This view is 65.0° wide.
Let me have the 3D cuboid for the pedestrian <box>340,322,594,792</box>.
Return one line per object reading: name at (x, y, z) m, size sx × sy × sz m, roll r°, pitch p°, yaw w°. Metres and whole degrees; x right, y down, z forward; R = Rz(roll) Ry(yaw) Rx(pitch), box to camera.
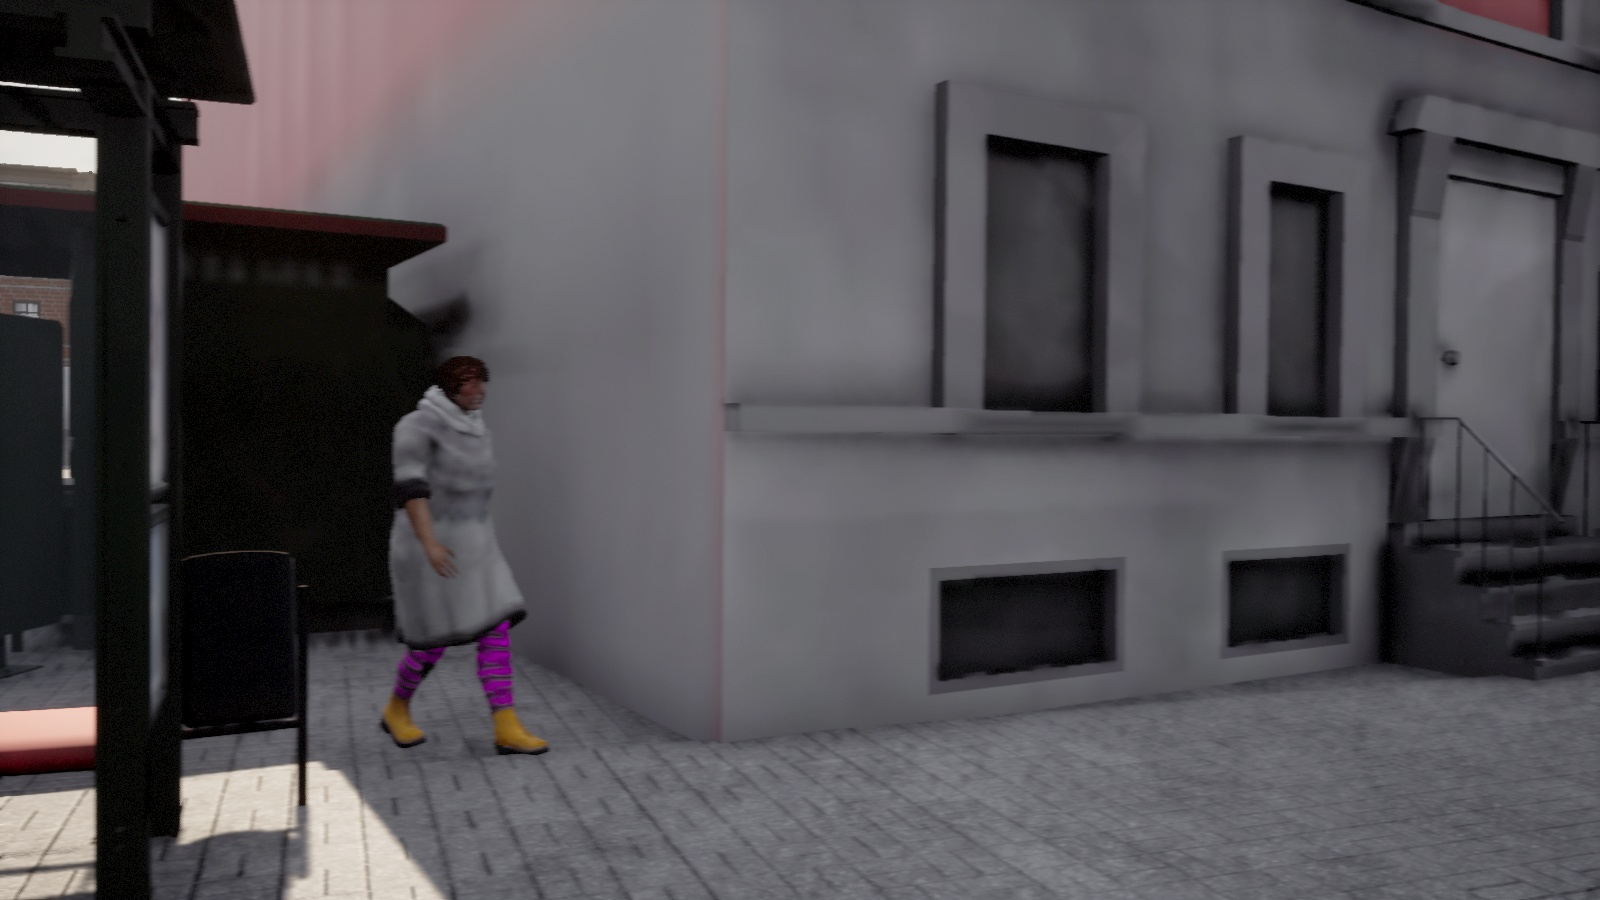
pedestrian at (-1.503, 0.441, 5.703) m, size 0.873 × 1.952 × 0.659 m, roll 0°, pitch 1°, yaw 28°
